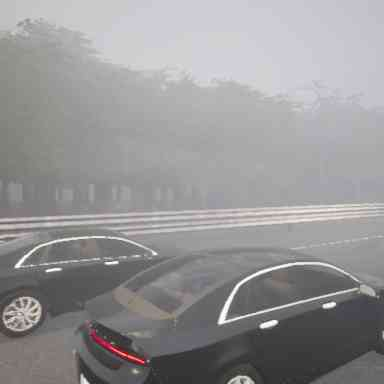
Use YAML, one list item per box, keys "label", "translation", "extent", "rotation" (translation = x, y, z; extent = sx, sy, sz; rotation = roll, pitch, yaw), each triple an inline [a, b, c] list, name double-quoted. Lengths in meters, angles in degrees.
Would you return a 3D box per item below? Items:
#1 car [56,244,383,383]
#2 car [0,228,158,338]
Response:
- label: "car"
  translation: [1.011, 1.496, 4.437]
  extent: [4.892, 1.490, 1.837]
  rotation: [0, 0, -35]
- label: "car"
  translation: [-1.972, 1.488, 6.626]
  extent: [4.892, 1.490, 1.837]
  rotation: [0, 0, -35]
